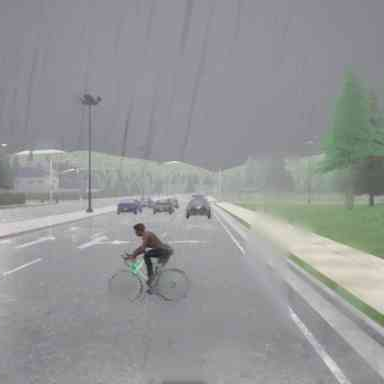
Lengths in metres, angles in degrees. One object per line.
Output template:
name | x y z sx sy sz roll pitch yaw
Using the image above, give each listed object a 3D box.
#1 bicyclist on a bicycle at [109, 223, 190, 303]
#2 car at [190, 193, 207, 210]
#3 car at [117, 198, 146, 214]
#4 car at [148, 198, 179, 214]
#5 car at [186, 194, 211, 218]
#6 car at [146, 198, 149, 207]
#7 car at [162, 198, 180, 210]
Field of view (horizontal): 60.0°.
bicyclist on a bicycle | -0.874 1.451 6.718 1.656 1.620 0.582 -2 0 1
car | 0.800 1.220 44.418 2.150 2.045 5.566 0 0 1
car | -6.366 1.476 34.557 1.882 1.535 5.008 0 0 1
car | -2.865 1.491 34.581 2.128 1.511 4.902 0 0 1
car | 0.597 1.352 30.124 2.097 1.767 4.553 0 0 1
car | -6.257 1.546 44.953 2.033 1.411 5.357 0 0 1
car | -2.758 1.546 44.853 2.033 1.411 5.357 0 0 1
